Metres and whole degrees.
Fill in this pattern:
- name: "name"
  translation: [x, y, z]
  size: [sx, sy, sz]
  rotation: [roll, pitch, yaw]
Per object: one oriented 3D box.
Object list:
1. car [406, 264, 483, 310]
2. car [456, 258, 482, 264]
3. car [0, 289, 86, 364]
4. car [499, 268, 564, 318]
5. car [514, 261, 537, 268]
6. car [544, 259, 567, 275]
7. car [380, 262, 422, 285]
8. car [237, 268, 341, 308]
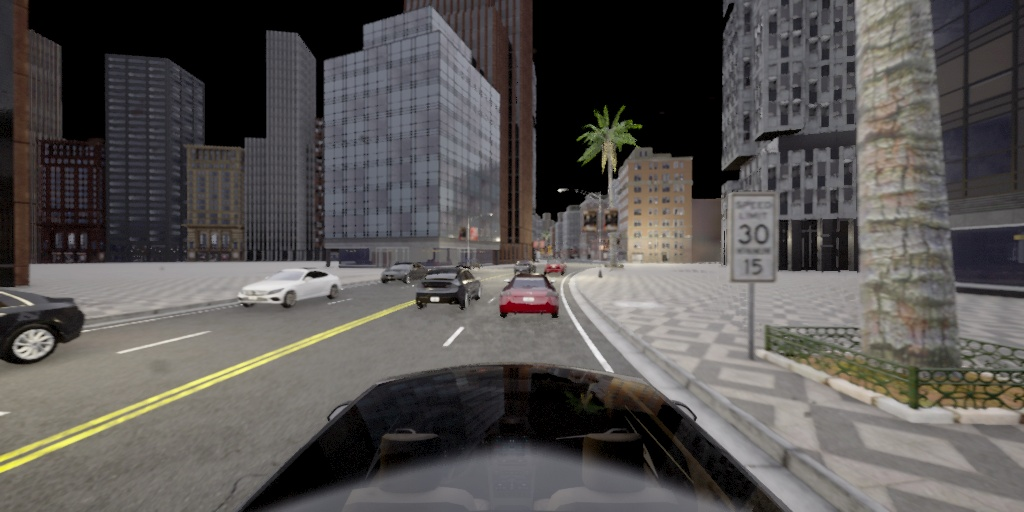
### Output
- name: "car"
  translation: [-2.459, 1.249, 14.806]
  size: [1.837, 1.490, 4.892]
  rotation: [0, 0, 5]
- name: "car"
  translation: [-4.893, 0.928, 41.236]
  size: [2.033, 1.411, 5.357]
  rotation: [0, 0, 14]
- name: "car"
  translation: [-9.723, 1.231, 5.237]
  size: [1.837, 1.490, 4.892]
  rotation: [0, 0, 3]
- name: "car"
  translation: [0.666, 1.317, 13.179]
  size: [1.994, 1.385, 4.181]
  rotation: [0, 0, 4]
- name: "car"
  translation: [1.503, 1.250, 39.158]
  size: [2.128, 1.511, 4.902]
  rotation: [0, 0, 13]
- name: "car"
  translation: [4.792, 1.123, 38.908]
  size: [2.097, 1.767, 4.553]
  rotation: [0, 0, 13]
- name: "car"
  translation: [-7.811, 1.233, 26.303]
  size: [1.837, 1.490, 4.892]
  rotation: [0, 0, 9]
- name: "car"
  translation: [-9.127, 1.251, 15.241]
  size: [1.812, 1.442, 4.674]
  rotation: [0, 0, 5]
